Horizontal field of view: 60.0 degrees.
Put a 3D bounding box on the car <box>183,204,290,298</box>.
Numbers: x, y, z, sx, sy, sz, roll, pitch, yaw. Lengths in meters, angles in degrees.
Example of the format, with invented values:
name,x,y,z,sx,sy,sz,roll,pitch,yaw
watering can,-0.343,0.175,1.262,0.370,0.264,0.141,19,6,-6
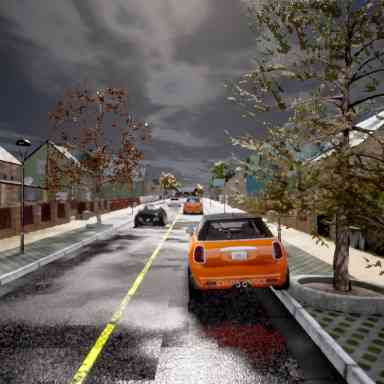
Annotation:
name,x,y,z,sx,sy,sz,roll,pitch,yaw
car,0.936,1.311,8.727,2.097,1.767,4.553,-3,-1,0

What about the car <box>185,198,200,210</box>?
name,x,y,z,sx,sy,sz,roll,pitch,yaw
car,0.097,1.636,45.940,2.033,1.411,5.357,0,0,1

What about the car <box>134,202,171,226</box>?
name,x,y,z,sx,sy,sz,roll,pitch,yaw
car,-2.812,1.599,23.268,1.994,1.385,4.181,0,0,0

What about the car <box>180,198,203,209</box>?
name,x,y,z,sx,sy,sz,roll,pitch,yaw
car,0.132,1.414,36.159,2.097,1.767,4.553,0,0,0

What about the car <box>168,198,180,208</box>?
name,x,y,z,sx,sy,sz,roll,pitch,yaw
car,-2.665,1.631,51.224,1.812,1.442,4.674,0,0,0
